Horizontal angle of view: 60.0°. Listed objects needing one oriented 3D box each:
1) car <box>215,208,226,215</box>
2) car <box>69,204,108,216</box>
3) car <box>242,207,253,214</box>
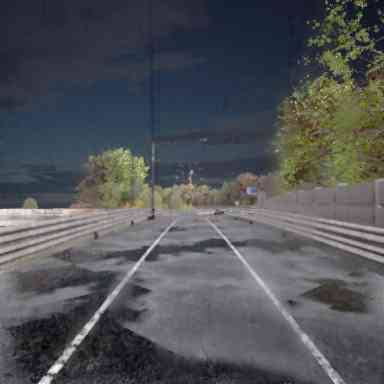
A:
[{"bbox_3d":[6.639,4.419,74.805,1.812,1.442,4.674,-2,-3,28],"label":"car"},{"bbox_3d":[-14.815,2.698,47.830,5.566,2.045,2.150,3,-4,-43],"label":"car"},{"bbox_3d":[15.218,5.353,93.670,1.882,1.535,5.008,-1,-3,19],"label":"car"}]
